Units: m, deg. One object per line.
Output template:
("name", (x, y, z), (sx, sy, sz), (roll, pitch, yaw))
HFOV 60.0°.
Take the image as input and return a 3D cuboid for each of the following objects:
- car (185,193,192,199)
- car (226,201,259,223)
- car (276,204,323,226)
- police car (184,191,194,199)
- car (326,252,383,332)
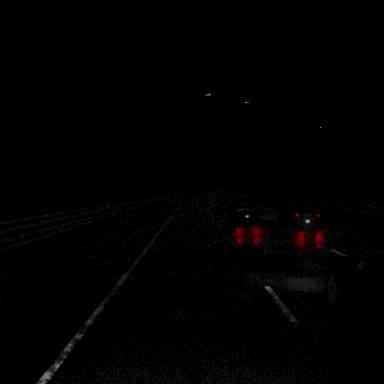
("car", (-1.017, 1.025, 93.979), (1.882, 1.535, 5.008), (0, 0, 0))
("car", (3.601, 1.374, 24.125), (2.128, 1.511, 4.902), (0, 0, 0))
("car", (7.100, 1.491, 22.619), (1.895, 1.301, 4.718), (0, 0, 0))
("police car", (-1.045, 1.020, 84.090), (1.930, 1.638, 5.238), (0, 0, 0))
("car", (3.600, 1.502, 4.792), (1.812, 1.442, 4.674), (0, 0, 0))
